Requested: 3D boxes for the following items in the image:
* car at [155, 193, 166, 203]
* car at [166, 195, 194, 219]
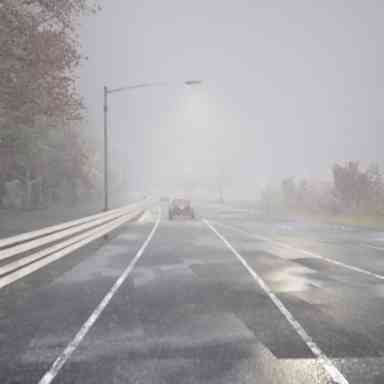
[{"bbox_3d":[-5.436,1.241,64.057,1.882,1.535,5.008,0,0,-10],"label":"car"},{"bbox_3d":[-0.987,1.292,28.748,2.097,1.767,4.553,0,0,-5],"label":"car"}]
